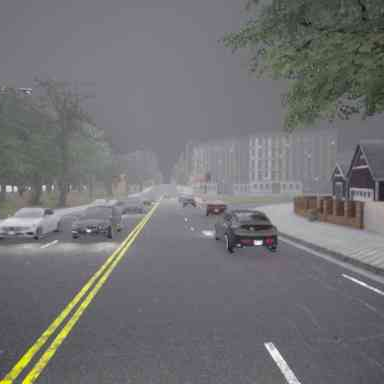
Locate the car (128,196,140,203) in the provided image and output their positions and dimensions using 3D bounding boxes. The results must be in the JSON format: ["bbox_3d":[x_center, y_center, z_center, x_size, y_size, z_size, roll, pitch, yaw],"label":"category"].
[{"bbox_3d":[-11.633,1.431,67.017,1.895,1.301,4.718,0,0,-4],"label":"car"}]

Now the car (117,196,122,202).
[{"bbox_3d":[-10.587,1.424,51.782,1.837,1.490,4.892,0,0,-4],"label":"car"}]

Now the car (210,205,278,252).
[{"bbox_3d":[2.095,1.489,13.842,1.837,1.490,4.892,0,0,-4],"label":"car"}]

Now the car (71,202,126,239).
[{"bbox_3d":[-4.773,1.485,17.210,1.837,1.490,4.892,0,0,-4],"label":"car"}]

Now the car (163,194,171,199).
[{"bbox_3d":[-6.629,1.151,87.539,2.033,1.411,5.357,0,1,-4],"label":"car"}]

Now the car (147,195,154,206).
[{"bbox_3d":[-7.319,1.397,51.631,1.882,1.535,5.008,0,0,-4],"label":"car"}]

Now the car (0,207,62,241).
[{"bbox_3d":[-7.998,1.507,16.750,1.812,1.442,4.674,0,0,-4],"label":"car"}]

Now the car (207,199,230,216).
[{"bbox_3d":[2.546,1.450,31.883,1.882,1.535,5.008,0,0,9],"label":"car"}]

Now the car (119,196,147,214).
[{"bbox_3d":[-6.066,1.459,34.654,1.837,1.490,4.892,0,0,-4],"label":"car"}]

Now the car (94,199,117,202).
[{"bbox_3d":[-9.285,1.480,34.113,1.812,1.442,4.674,0,0,-4],"label":"car"}]

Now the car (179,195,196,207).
[{"bbox_3d":[-0.519,1.428,49.068,1.837,1.490,4.892,0,0,-4],"label":"car"}]
